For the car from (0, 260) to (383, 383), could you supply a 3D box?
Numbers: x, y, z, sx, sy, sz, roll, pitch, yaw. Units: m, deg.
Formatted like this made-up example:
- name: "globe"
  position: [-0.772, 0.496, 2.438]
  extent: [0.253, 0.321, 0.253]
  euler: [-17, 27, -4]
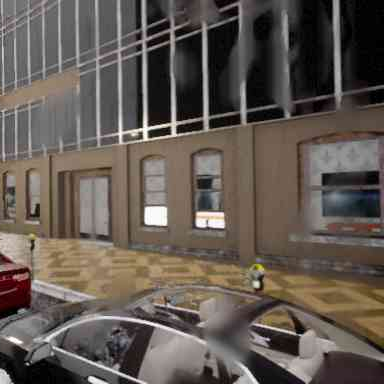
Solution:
- name: "car"
  position: [-0.189, 1.551, 2.986]
  extent: [4.403, 1.369, 2.008]
  euler: [0, -1, 35]

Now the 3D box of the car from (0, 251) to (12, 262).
- name: "car"
  position: [-4.831, 1.545, 6.289]
  extent: [4.507, 1.381, 1.887]
  euler: [0, -1, 35]
